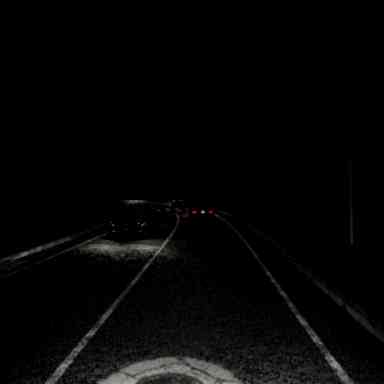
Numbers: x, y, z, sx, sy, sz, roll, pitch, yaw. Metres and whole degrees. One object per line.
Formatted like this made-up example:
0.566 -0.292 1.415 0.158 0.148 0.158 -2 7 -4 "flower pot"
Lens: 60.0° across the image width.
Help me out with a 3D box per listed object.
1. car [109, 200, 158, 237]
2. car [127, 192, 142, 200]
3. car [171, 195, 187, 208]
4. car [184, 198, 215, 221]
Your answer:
-2.996 1.423 17.820 1.882 1.535 5.008 0 0 1 "car"
-10.112 0.683 58.130 1.812 1.442 4.674 1 2 -22 "car"
-1.556 1.171 42.836 2.128 1.511 4.902 1 1 -12 "car"
0.679 1.444 26.007 2.033 1.411 5.357 0 1 -2 "car"
